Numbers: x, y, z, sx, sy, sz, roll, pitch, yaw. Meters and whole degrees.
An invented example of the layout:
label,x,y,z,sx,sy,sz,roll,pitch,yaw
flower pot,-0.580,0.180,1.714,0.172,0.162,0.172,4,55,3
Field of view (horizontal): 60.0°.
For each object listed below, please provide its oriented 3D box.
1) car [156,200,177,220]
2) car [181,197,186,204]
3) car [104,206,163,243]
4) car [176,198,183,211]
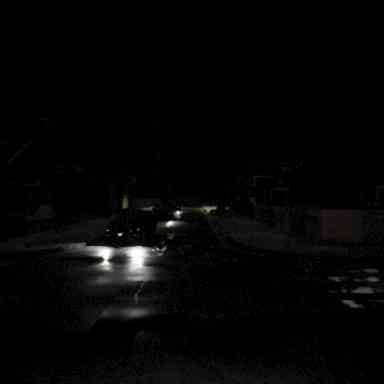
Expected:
label,x,y,z,sx,sy,sz,roll,pitch,yaw
car,-2.755,1.859,32.269,1.882,1.535,5.008,0,0,0
car,-2.790,2.240,74.647,1.837,1.490,4.892,0,-1,0
car,-3.038,1.711,17.440,1.837,1.490,4.892,0,-1,5
car,-2.755,2.095,49.844,1.837,1.490,4.892,0,0,0
